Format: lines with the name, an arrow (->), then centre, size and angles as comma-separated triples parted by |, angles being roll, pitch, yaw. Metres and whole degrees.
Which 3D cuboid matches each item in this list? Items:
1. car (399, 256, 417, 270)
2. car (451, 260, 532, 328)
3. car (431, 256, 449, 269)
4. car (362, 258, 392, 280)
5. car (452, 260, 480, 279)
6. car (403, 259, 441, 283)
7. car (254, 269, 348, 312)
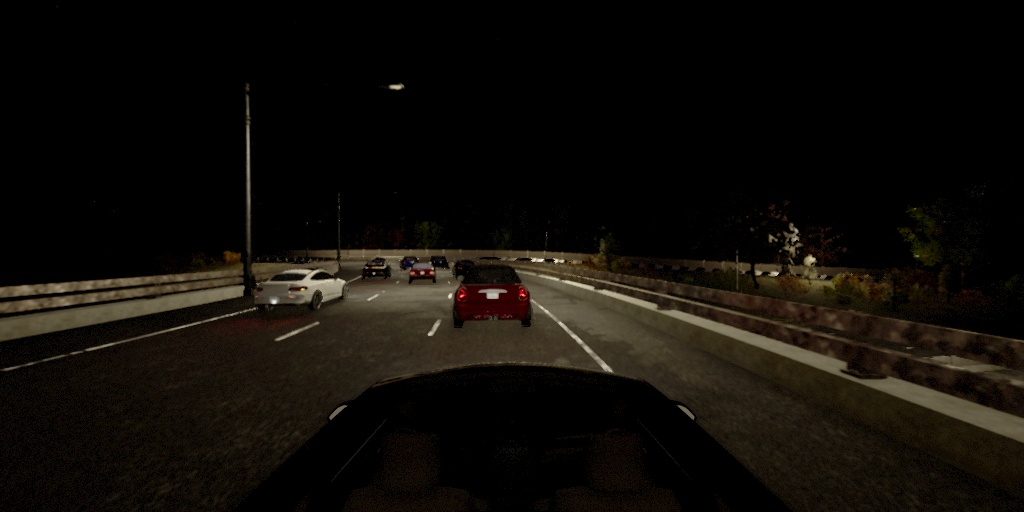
car -> -13.003, 0.813, 45.432 | 2.097, 1.767, 4.553 | -1, 0, -23
car -> -0.680, 1.031, 11.361 | 2.097, 1.767, 4.553 | 0, 0, -5
car -> -9.672, 0.793, 46.543 | 2.097, 1.767, 4.553 | 0, 0, -23
car -> -10.813, 1.073, 28.895 | 2.128, 1.511, 4.902 | 0, 1, -14
car -> -4.014, 1.070, 30.511 | 1.812, 1.442, 4.674 | 0, 1, -14
car -> -6.398, 1.136, 25.831 | 2.033, 1.411, 5.357 | 0, 0, -13
car -> -7.940, 1.210, 13.871 | 1.812, 1.442, 4.674 | 0, 1, -6
